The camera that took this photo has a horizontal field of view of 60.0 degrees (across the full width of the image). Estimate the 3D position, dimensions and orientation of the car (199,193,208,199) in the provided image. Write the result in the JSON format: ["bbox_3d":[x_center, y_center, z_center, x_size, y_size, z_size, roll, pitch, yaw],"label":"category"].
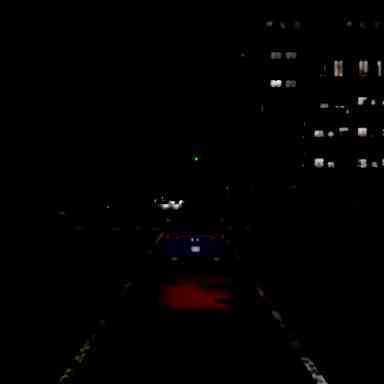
[{"bbox_3d":[2.688,0.857,78.054,1.887,1.381,4.507,0,0,0],"label":"car"}]

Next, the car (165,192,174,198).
[{"bbox_3d":[-5.692,0.709,83.683,1.967,1.590,4.097,0,0,0],"label":"car"}]

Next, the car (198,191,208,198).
[{"bbox_3d":[2.689,0.584,83.682,2.192,1.841,5.009,0,0,0],"label":"car"}]

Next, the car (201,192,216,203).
[{"bbox_3d":[2.690,1.086,49.904,1.887,1.381,4.507,0,0,0],"label":"car"}]

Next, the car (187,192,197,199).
[{"bbox_3d":[-0.004,0.829,72.988,1.882,1.535,5.008,0,0,0],"label":"car"}]

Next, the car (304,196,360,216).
[{"bbox_3d":[13.464,1.297,31.953,5.009,1.841,2.192,1,-1,-1],"label":"car"}]

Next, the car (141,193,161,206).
[{"bbox_3d":[-5.690,1.156,44.274,1.947,1.339,4.313,0,1,0],"label":"car"}]

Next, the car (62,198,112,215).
[{"bbox_3d":[-8.973,1.184,28.472,4.181,1.385,1.994,2,0,18],"label":"car"}]

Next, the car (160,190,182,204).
[{"bbox_3d":[-3.066,0.753,50.815,2.150,2.045,5.566,0,1,1],"label":"car"}]

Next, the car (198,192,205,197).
[{"bbox_3d":[2.687,0.730,94.944,1.887,1.381,4.507,0,0,0],"label":"car"}]

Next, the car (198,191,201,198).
[{"bbox_3d":[2.690,0.842,66.794,1.967,1.590,4.097,0,0,0],"label":"car"}]

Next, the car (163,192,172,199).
[{"bbox_3d":[-5.692,0.753,78.054,1.967,1.590,4.097,0,0,0],"label":"car"}]

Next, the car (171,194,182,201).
[{"bbox_3d":[-3.005,1.003,66.473,1.895,1.301,4.718,0,1,0],"label":"car"}]

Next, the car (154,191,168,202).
[{"bbox_3d":[-5.691,0.762,61.162,2.192,1.841,5.009,0,0,0],"label":"car"}]

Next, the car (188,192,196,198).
[{"bbox_3d":[-0.003,0.688,83.406,2.033,1.411,5.357,0,0,0],"label":"car"}]

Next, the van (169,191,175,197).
[{"bbox_3d":[-5.693,0.526,94.942,1.690,1.788,3.998,0,0,0],"label":"van"}]

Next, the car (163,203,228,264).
[{"bbox_3d":[0.099,1.366,11.435,1.882,1.535,5.008,0,1,0],"label":"car"}]

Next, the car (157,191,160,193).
[{"bbox_3d":[-5.690,1.020,55.364,1.752,1.417,4.829,0,0,0],"label":"car"}]

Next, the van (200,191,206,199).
[{"bbox_3d":[2.691,0.835,55.533,1.690,1.788,3.998,0,0,0],"label":"van"}]

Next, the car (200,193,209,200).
[{"bbox_3d":[2.688,0.908,72.424,2.008,1.369,4.403,0,0,0],"label":"car"}]
